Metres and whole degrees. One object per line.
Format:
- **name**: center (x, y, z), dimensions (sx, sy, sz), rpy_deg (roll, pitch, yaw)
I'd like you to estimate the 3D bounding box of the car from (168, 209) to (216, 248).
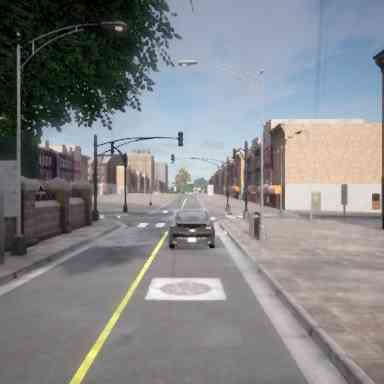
- **car**: center (0.000, 1.514, 14.650), dimensions (1.837, 1.490, 4.892), rpy_deg (0, 0, 0)
